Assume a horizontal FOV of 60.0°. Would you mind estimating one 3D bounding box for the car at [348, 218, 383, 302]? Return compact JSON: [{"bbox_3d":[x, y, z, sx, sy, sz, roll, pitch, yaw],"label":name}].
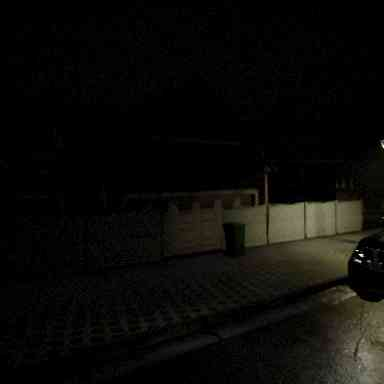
[{"bbox_3d":[5.554,1.120,6.906,5.566,2.045,2.150,-1,0,-35],"label":"car"}]
